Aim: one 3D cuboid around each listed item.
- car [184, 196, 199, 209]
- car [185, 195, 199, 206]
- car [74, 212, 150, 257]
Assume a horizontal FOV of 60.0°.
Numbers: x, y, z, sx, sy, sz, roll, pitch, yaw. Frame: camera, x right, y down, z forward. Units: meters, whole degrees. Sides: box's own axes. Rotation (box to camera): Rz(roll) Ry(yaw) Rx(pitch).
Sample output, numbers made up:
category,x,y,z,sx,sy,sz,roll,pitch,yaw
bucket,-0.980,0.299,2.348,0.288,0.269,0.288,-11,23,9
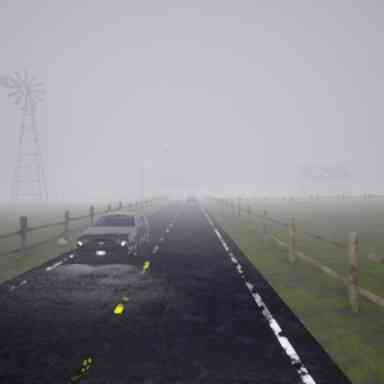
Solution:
category,x,y,z,sx,sy,sz,roll,pitch,yaw
car,-0.019,1.439,44.139,1.994,1.385,4.181,0,0,0
car,-0.024,1.345,54.175,2.128,1.511,4.902,0,0,0
car,-2.807,1.504,12.976,2.033,1.411,5.357,0,0,1
